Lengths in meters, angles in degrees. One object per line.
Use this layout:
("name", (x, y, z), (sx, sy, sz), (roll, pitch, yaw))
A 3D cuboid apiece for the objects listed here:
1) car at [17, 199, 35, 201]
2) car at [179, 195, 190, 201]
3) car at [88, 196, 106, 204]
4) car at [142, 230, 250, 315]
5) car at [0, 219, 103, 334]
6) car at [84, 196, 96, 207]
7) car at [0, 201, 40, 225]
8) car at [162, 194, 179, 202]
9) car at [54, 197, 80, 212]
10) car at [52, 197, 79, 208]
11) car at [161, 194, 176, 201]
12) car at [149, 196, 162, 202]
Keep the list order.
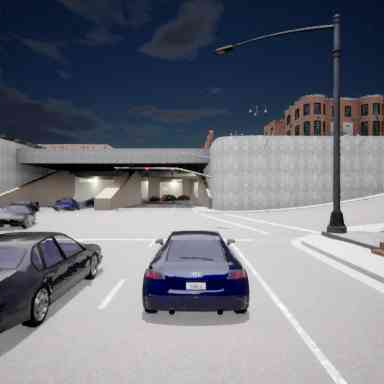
("car", (-17.959, 1.492, 35.638), (2.128, 1.511, 4.902), (0, 0, -4))
("car", (-2.146, 1.524, 84.959), (1.812, 1.442, 4.674), (0, 0, 28))
("car", (-18.770, 1.547, 65.817), (2.033, 1.411, 5.357), (0, 0, -1))
("car", (0.075, 1.564, 7.653), (1.994, 1.385, 4.181), (0, 0, 0))
("car", (-3.426, 1.547, 6.955), (2.033, 1.411, 5.357), (0, 0, 0))
("car", (-14.985, 1.547, 51.315), (2.033, 1.411, 5.357), (0, 0, -1))
("car", (-11.276, 1.547, 21.463), (2.033, 1.411, 5.357), (0, 0, -17))
("car", (-4.773, 1.355, 75.163), (2.097, 1.767, 4.553), (0, 0, 6))
("car", (-14.665, 1.526, 39.267), (1.812, 1.442, 4.674), (0, 0, -2))
("car", (-18.424, 1.492, 48.766), (2.128, 1.511, 4.902), (0, 0, -1))
("car", (-5.952, 1.355, 84.921), (2.097, 1.767, 4.553), (0, 0, 24))
("car", (-8.292, 1.540, 74.870), (2.033, 1.411, 5.357), (0, 0, 6))
